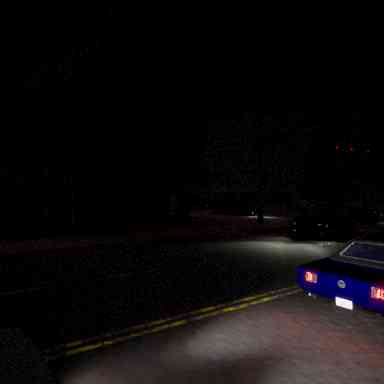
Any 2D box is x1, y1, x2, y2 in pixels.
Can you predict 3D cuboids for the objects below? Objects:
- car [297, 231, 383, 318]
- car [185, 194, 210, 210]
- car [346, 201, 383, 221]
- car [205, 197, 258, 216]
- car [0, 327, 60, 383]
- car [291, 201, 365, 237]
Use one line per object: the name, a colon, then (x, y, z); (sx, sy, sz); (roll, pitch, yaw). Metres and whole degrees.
car: (4.403, 1.601, 6.911); (4.718, 1.301, 1.895); (0, 0, -35)
car: (1.198, 1.223, 42.622); (2.150, 2.045, 5.566); (0, 0, -36)
car: (12.672, 1.492, 26.702); (2.128, 1.511, 4.902); (0, 0, -36)
car: (4.011, 1.547, 32.688); (2.033, 1.411, 5.357); (0, 0, -36)
car: (-3.079, 1.601, 1.556); (4.718, 1.301, 1.895); (0, 0, -35)
car: (7.053, 1.478, 17.374); (1.882, 1.535, 5.008); (2, 2, 44)
